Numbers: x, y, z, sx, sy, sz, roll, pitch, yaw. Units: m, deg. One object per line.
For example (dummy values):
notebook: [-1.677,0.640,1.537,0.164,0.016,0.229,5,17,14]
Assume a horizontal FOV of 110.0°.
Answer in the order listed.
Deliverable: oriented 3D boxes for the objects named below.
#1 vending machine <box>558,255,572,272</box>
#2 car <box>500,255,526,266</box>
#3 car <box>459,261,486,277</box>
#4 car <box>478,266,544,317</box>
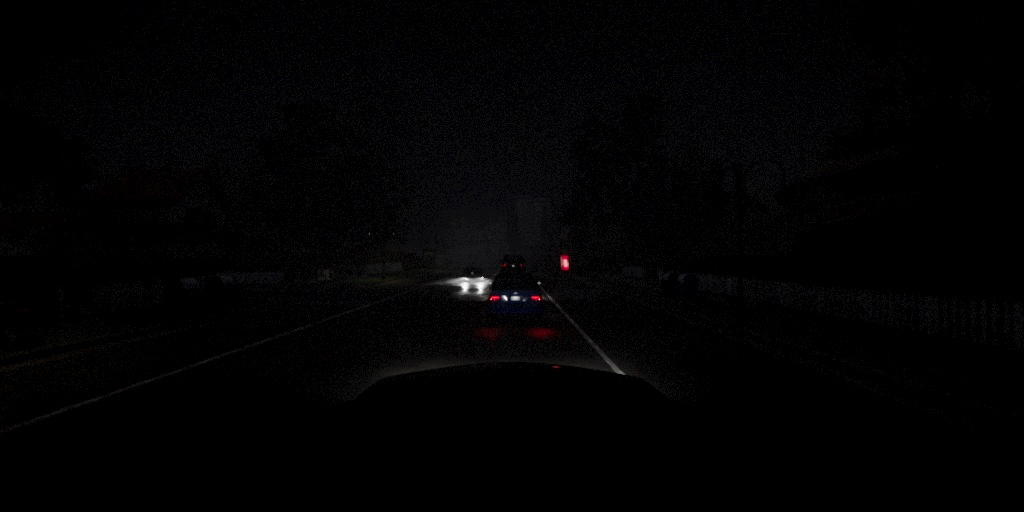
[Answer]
vending machine: [6.879,0.849,46.637,1.100,2.100,0.880,0,0,0]
car: [0.096,0.908,32.368,2.150,2.045,5.566,0,0,0]
car: [-3.596,1.282,34.744,1.895,1.301,4.718,0,0,0]
car: [0.098,1.279,13.014,2.033,1.411,5.357,0,0,0]
